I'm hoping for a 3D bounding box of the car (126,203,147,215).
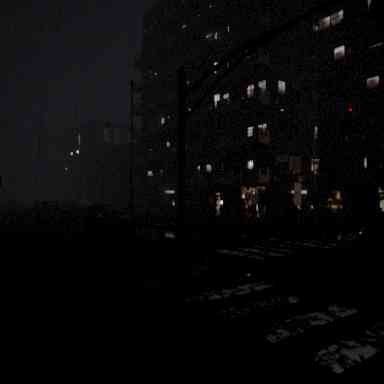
[{"bbox_3d":[-7.126,2.042,39.968,1.752,1.417,4.829,-1,0,-35],"label":"car"}]

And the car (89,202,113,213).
[{"bbox_3d":[-13.430,2.227,48.825,1.947,1.339,4.313,-1,0,-35],"label":"car"}]

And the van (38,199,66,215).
[{"bbox_3d":[-16.851,1.920,40.038,1.690,1.788,3.998,-1,0,-35],"label":"van"}]

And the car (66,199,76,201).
[{"bbox_3d":[-23.040,2.196,62.320,2.192,1.841,5.009,-1,0,-35],"label":"car"}]

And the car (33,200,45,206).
[{"bbox_3d":[-39.046,2.809,84.809,1.947,1.339,4.313,-1,0,-35],"label":"car"}]

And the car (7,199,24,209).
[{"bbox_3d":[-32.870,2.384,62.543,1.967,1.590,4.097,-1,0,-35],"label":"car"}]

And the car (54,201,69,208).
[{"bbox_3d":[-26.239,2.498,66.817,1.887,1.381,4.507,-1,0,-35],"label":"car"}]

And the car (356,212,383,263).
[{"bbox_3d":[7.602,1.412,10.131,2.097,1.767,4.553,0,-1,-35],"label":"car"}]

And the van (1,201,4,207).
[{"bbox_3d":[-39.279,2.431,71.544,1.690,1.788,3.998,-1,0,-35],"label":"van"}]

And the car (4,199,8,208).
[{"bbox_3d":[-36.072,2.562,67.043,1.887,1.381,4.507,-1,0,-35],"label":"car"}]

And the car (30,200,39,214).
[{"bbox_3d":[-20.054,2.092,44.538,1.967,1.590,4.097,-1,0,-35],"label":"car"}]

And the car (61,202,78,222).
[{"bbox_3d":[-10.342,1.953,30.897,1.752,1.417,4.829,-1,0,-35],"label":"car"}]

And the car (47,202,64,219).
[{"bbox_3d":[-13.644,2.055,35.536,2.008,1.369,4.403,-1,0,-35],"label":"car"}]

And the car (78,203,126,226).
[{"bbox_3d":[-7.238,1.796,26.535,1.967,1.590,4.097,-1,0,-35],"label":"car"}]
